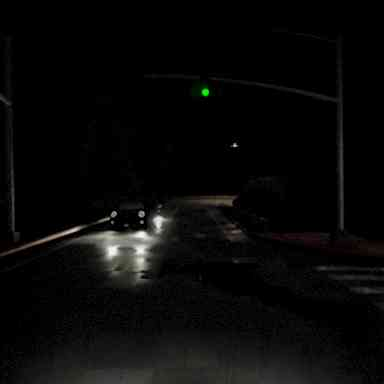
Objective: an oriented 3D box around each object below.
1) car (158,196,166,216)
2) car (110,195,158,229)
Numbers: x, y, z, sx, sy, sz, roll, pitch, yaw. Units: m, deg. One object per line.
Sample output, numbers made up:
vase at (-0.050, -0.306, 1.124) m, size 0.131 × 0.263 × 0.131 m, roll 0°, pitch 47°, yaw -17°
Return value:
car at (-3.579, 1.177, 30.334) m, size 2.097 × 1.767 × 4.553 m, roll 0°, pitch 0°, yaw 0°
car at (-3.604, 1.234, 20.571) m, size 2.097 × 1.767 × 4.553 m, roll 0°, pitch 0°, yaw 0°
